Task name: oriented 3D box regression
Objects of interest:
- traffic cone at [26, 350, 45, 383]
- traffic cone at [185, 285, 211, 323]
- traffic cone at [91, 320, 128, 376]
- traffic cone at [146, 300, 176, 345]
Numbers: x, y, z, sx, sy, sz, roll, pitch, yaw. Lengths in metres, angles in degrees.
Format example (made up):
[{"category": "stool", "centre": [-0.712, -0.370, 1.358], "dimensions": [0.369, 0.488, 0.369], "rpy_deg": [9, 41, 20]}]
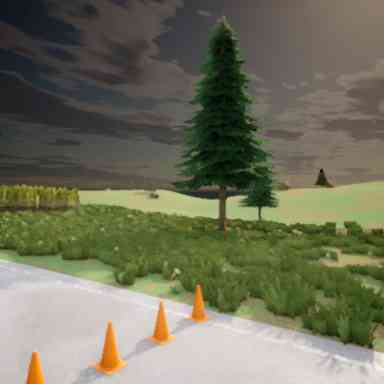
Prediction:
[{"category": "traffic cone", "centre": [-1.647, 1.958, 3.489], "dimensions": [0.340, 0.580, 0.340], "rpy_deg": [0, 0, 36]}, {"category": "traffic cone", "centre": [0.109, 1.959, 5.922], "dimensions": [0.340, 0.580, 0.340], "rpy_deg": [0, 0, 36]}, {"category": "traffic cone", "centre": [-1.061, 1.959, 4.300], "dimensions": [0.340, 0.580, 0.340], "rpy_deg": [0, 0, 36]}, {"category": "traffic cone", "centre": [-0.476, 1.959, 5.111], "dimensions": [0.340, 0.580, 0.340], "rpy_deg": [0, 0, 36]}]
